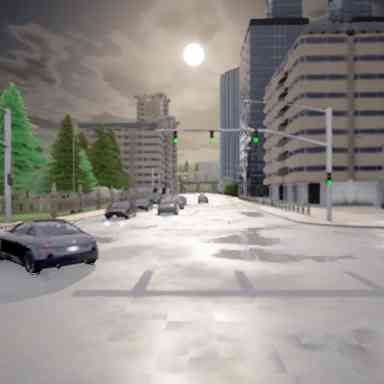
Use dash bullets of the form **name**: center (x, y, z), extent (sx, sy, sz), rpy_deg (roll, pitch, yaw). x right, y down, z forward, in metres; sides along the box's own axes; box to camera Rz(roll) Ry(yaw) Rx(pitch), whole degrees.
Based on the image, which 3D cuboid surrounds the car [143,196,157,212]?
- **car**: center (-5.643, 1.460, 38.465), extent (2.033, 1.411, 5.357), rpy_deg (0, 0, 2)

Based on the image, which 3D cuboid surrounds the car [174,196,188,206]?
- **car**: center (-1.707, 1.365, 52.354), extent (1.837, 1.490, 4.892), rpy_deg (0, 0, 2)

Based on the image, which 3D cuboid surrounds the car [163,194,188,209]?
- **car**: center (-2.042, 1.242, 41.946), extent (2.097, 1.767, 4.553), rpy_deg (0, 0, 2)

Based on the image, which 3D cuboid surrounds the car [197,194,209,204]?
- **car**: center (2.002, 1.390, 60.105), extent (1.994, 1.385, 4.181), rpy_deg (0, 0, 1)

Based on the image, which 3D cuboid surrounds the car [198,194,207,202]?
- **car**: center (2.253, 1.297, 70.052), extent (1.837, 1.490, 4.892), rpy_deg (0, 0, 1)

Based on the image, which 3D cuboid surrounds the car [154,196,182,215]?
- **car**: center (-2.290, 1.421, 32.826), extent (1.837, 1.490, 4.892), rpy_deg (0, 0, 2)

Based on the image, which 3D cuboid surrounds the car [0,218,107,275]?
- **car**: center (-4.773, 1.551, 10.621), extent (4.181, 1.385, 1.994), rpy_deg (0, 0, 43)

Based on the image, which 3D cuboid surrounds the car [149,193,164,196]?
- **car**: center (-5.337, 1.104, 48.637), extent (2.150, 2.045, 5.566), rpy_deg (0, 0, 2)

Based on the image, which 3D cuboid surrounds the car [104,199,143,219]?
- **car**: center (-5.905, 1.489, 28.394), extent (2.033, 1.411, 5.357), rpy_deg (0, 0, 2)

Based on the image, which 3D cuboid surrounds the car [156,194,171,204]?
- **car**: center (-5.040, 1.206, 58.623), extent (2.097, 1.767, 4.553), rpy_deg (0, 0, 1)
